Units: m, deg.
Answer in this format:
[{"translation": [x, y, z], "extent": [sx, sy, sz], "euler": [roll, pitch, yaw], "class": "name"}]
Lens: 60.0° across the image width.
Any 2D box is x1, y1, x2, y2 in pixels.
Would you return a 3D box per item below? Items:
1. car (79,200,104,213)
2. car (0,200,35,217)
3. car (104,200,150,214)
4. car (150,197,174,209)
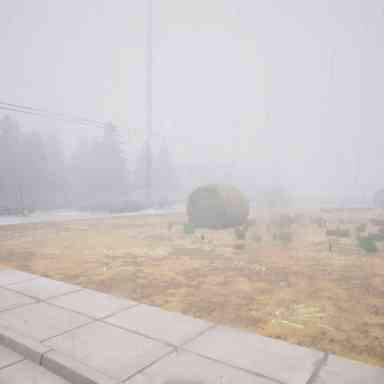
[{"translation": [-10.674, 1.591, 37.750], "extent": [1.994, 1.385, 4.181], "euler": [0, 0, 36], "class": "car"}, {"translation": [-16.622, 1.518, 29.726], "extent": [2.128, 1.511, 4.902], "euler": [0, 0, 37], "class": "car"}, {"translation": [-7.042, 1.590, 36.434], "extent": [1.994, 1.385, 4.181], "euler": [0, 0, 37], "class": "car"}, {"translation": [-4.516, 1.532, 46.030], "extent": [1.837, 1.490, 4.892], "euler": [0, 0, 36], "class": "car"}]
